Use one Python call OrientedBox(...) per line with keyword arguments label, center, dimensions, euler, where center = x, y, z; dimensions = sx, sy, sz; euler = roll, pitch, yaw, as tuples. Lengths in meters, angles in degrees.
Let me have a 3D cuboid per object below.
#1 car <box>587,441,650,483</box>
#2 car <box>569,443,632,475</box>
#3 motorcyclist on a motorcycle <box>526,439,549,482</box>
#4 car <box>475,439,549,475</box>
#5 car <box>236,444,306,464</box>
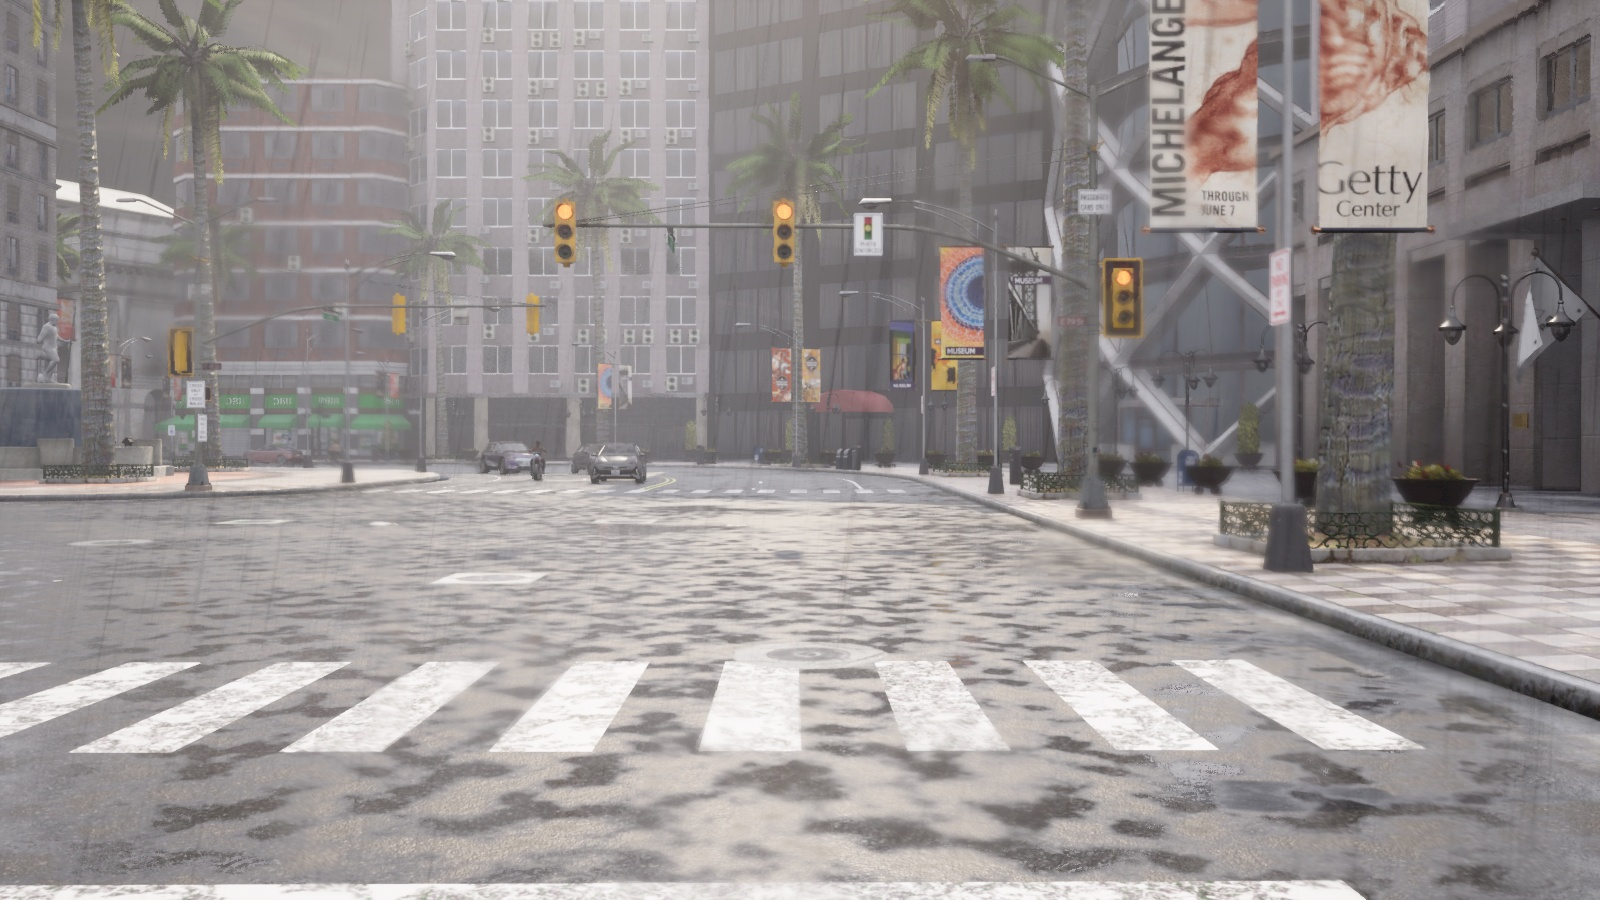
OrientedBox(label="car", center=(-6.828, 0.418, 47.699), dimensions=(2.007, 1.525, 4.514), euler=(0, 0, -4))
OrientedBox(label="car", center=(-9.573, 0.414, 59.987), dimensions=(1.816, 1.474, 4.193), euler=(0, 0, -26))
OrientedBox(label="motorcyclist on a motorcycle", center=(-10.527, 0.404, 50.400), dimensions=(0.766, 1.649, 2.350), euler=(0, 1, -8))
OrientedBox(label="car", center=(-14.089, 0.320, 61.224), dimensions=(2.033, 1.649, 4.856), euler=(0, 0, -32))
OrientedBox(label="car", center=(-37.229, 0.281, 88.416), dimensions=(4.181, 1.385, 1.994), euler=(0, 0, 12))
